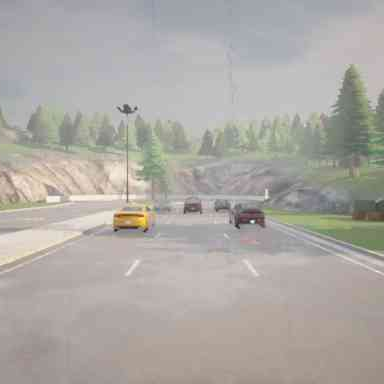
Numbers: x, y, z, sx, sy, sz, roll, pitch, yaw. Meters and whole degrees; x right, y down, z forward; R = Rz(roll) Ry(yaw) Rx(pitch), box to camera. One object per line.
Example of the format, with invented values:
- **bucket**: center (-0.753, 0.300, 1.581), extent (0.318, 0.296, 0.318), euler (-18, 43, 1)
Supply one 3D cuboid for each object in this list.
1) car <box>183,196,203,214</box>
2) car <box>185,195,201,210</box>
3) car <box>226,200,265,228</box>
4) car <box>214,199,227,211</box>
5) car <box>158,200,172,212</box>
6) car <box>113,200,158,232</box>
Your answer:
- **car**: center (0.088, 1.478, 35.341), extent (1.882, 1.535, 5.008), euler (0, 0, 0)
- **car**: center (0.188, 1.352, 44.569), extent (2.097, 1.767, 4.553), euler (0, 0, 1)
- **car**: center (3.597, 1.505, 22.188), extent (1.837, 1.490, 4.892), euler (0, 0, 0)
- **car**: center (3.609, 1.547, 39.694), extent (2.033, 1.411, 5.357), euler (0, 0, 0)
- **car**: center (-3.397, 1.601, 39.156), extent (1.895, 1.301, 4.718), euler (0, 0, 0)
- **car**: center (-3.402, 1.477, 20.203), extent (1.882, 1.535, 5.008), euler (0, 0, 0)
